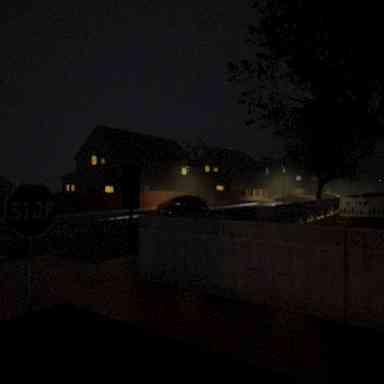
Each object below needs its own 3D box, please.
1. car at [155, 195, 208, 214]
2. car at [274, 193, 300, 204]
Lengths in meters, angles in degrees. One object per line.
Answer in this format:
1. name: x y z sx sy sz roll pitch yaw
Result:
1. car: -0.642 1.033 24.525 1.837 1.490 4.892 3 2 35
2. car: 12.151 0.797 42.469 1.895 1.301 4.718 3 2 36
